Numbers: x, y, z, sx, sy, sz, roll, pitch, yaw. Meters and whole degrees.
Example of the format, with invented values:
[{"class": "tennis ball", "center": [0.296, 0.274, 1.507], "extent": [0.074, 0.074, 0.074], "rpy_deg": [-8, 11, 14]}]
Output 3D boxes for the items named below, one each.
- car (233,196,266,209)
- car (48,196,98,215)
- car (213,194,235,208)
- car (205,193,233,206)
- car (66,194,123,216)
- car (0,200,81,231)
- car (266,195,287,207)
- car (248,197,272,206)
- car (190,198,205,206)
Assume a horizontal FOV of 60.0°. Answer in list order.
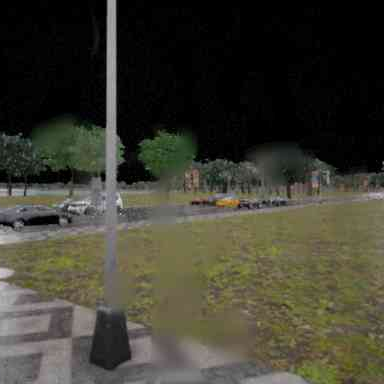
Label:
[{"class": "car", "center": [7.906, 1.531, 45.342], "extent": [1.837, 1.490, 4.892], "rpy_deg": [0, 0, 36]}, {"class": "car", "center": [-12.209, 1.334, 34.373], "extent": [2.097, 1.767, 4.553], "rpy_deg": [0, 0, 36]}, {"class": "car", "center": [5.431, 1.488, 47.464], "extent": [1.882, 1.535, 5.008], "rpy_deg": [0, 0, 36]}, {"class": "car", "center": [4.922, 1.221, 52.411], "extent": [2.150, 2.045, 5.566], "rpy_deg": [0, 0, 36]}, {"class": "car", "center": [-9.329, 1.217, 32.812], "extent": [2.150, 2.045, 5.566], "rpy_deg": [0, 0, 36]}, {"class": "car", "center": [-9.870, 1.518, 20.783], "extent": [2.128, 1.511, 4.902], "rpy_deg": [0, 0, 36]}, {"class": "car", "center": [13.631, 1.377, 53.361], "extent": [2.097, 1.767, 4.553], "rpy_deg": [0, 0, 36]}, {"class": "car", "center": [11.497, 1.558, 55.961], "extent": [2.033, 1.411, 5.357], "rpy_deg": [0, 0, 36]}, {"class": "car", "center": [1.674, 1.582, 53.486], "extent": [1.895, 1.301, 4.718], "rpy_deg": [0, 0, 36]}]
